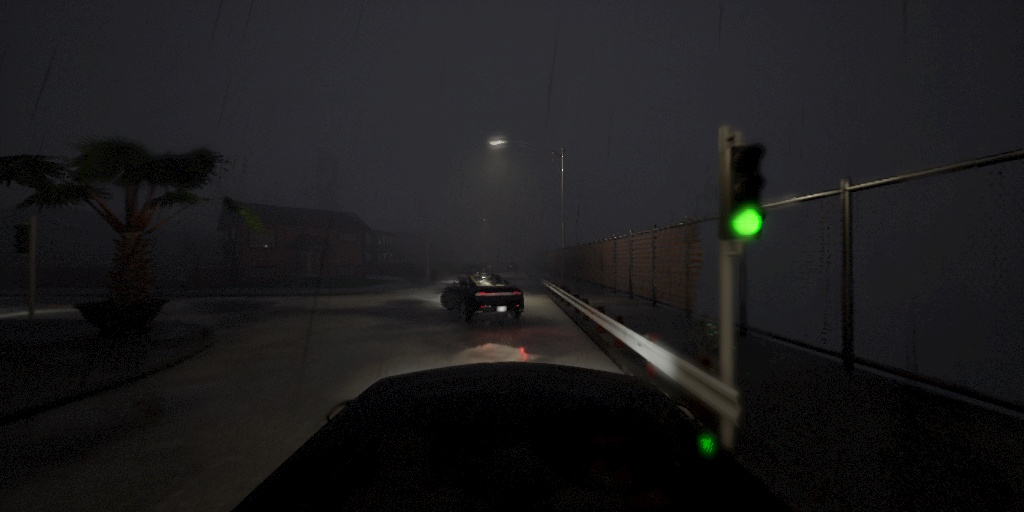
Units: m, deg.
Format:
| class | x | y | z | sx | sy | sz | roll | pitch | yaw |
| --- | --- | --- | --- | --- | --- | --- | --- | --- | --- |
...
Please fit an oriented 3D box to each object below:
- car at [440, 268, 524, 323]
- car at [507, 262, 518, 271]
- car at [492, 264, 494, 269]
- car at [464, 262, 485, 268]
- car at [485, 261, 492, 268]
| class | x | y | z | sx | sy | sz | roll | pitch | yaw |
| --- | --- | --- | --- | --- | --- | --- | --- | --- | --- |
| car | -1.198 | 1.352 | 12.715 | 2.128 | 1.511 | 4.902 | 1 | -1 | -22 |
| car | 0.082 | 1.848 | 60.470 | 1.837 | 1.490 | 4.892 | 0 | 0 | 0 |
| car | -4.016 | 1.654 | 56.403 | 2.097 | 1.767 | 4.553 | 0 | -1 | 0 |
| car | -4.105 | 1.605 | 36.447 | 1.837 | 1.490 | 4.892 | 0 | -1 | 0 |
| car | -4.088 | 1.748 | 46.311 | 2.033 | 1.411 | 5.357 | 0 | -1 | 0 |
